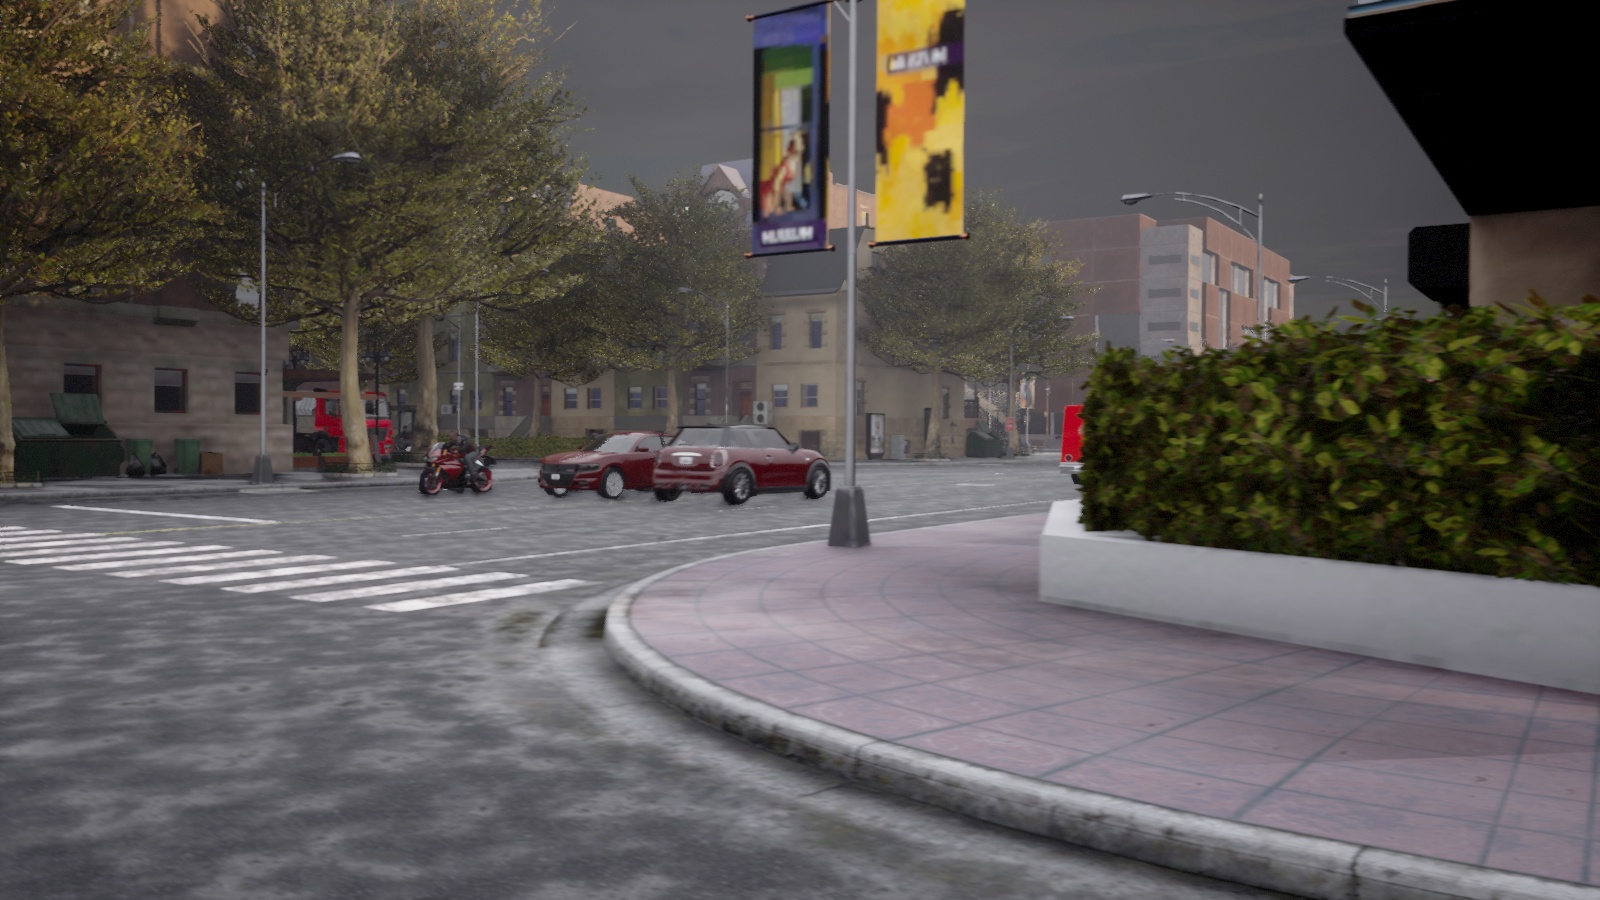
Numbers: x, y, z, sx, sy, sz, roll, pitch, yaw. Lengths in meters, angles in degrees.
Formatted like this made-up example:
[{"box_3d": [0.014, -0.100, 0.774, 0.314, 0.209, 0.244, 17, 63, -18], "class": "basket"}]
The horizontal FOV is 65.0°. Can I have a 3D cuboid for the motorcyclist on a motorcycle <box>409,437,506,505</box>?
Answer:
[{"box_3d": [-8.066, 0.472, 29.678, 0.866, 1.530, 2.191, 0, 1, 33], "class": "motorcyclist on a motorcycle"}]

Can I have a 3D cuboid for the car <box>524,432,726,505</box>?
[{"box_3d": [-3.990, 0.374, 29.533, 1.882, 1.535, 5.008, 0, 1, 33], "class": "car"}]

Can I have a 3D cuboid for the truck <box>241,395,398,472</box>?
[{"box_3d": [-23.085, -0.778, 60.180, 7.936, 3.462, 2.891, 0, 1, 34], "class": "truck"}]

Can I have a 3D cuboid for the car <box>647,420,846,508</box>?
[{"box_3d": [-1.065, 0.249, 27.611, 2.097, 1.767, 4.553, 0, 1, 33], "class": "car"}]

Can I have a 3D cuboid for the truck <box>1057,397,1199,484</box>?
[{"box_3d": [10.137, -0.343, 38.487, 2.627, 2.467, 5.204, 0, 2, 34], "class": "truck"}]
